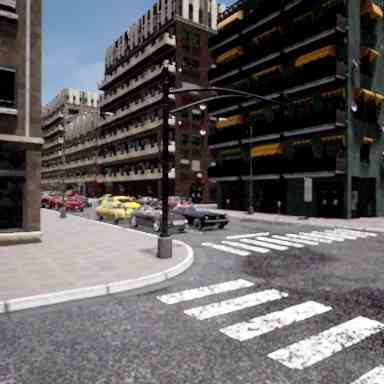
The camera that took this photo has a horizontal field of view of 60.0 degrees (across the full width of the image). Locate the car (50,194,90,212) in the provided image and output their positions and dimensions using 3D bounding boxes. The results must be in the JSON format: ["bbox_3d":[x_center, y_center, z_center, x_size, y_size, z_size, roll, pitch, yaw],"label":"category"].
[{"bbox_3d":[-11.751,1.147,31.872,1.887,1.381,4.507,1,0,-36],"label":"car"}]

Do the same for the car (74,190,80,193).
[{"bbox_3d":[-21.327,0.585,59.286,2.192,1.841,5.009,1,0,-36],"label":"car"}]

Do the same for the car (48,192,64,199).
[{"bbox_3d":[-27.883,0.669,68.289,2.008,1.369,4.403,1,0,-36],"label":"car"}]

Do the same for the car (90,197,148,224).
[{"bbox_3d":[-5.099,1.285,22.731,1.752,1.417,4.829,1,0,-36],"label":"car"}]

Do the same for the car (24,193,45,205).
[{"bbox_3d":[-21.477,0.899,45.240,1.752,1.417,4.829,1,0,-36],"label":"car"}]

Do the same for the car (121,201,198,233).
[{"bbox_3d":[-1.924,1.386,18.366,2.008,1.369,4.403,1,0,-36],"label":"car"}]

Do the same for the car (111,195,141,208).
[{"bbox_3d":[-8.230,1.126,41.278,2.008,1.369,4.403,1,0,-36],"label":"car"}]

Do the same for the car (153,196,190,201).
[{"bbox_3d":[-1.677,1.170,32.274,1.967,1.590,4.097,1,0,-36],"label":"car"}]

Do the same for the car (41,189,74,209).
[{"bbox_3d":[-15.021,0.840,36.374,2.192,1.841,5.009,1,0,-36],"label":"car"}]

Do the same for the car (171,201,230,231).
[{"bbox_3d":[0.102,1.450,19.982,1.895,1.301,4.718,0,1,-37],"label":"car"}]

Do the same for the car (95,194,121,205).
[{"bbox_3d":[-11.605,1.022,45.917,1.752,1.417,4.829,1,0,-36],"label":"car"}]

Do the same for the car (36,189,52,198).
[{"bbox_3d":[-34.428,0.283,77.292,2.192,1.841,5.009,1,0,-36],"label":"car"}]

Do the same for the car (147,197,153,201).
[{"bbox_3d":[-4.955,1.203,36.776,2.008,1.369,4.403,1,0,-36],"label":"car"}]

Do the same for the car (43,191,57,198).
[{"bbox_3d":[-31.158,0.588,72.791,1.887,1.381,4.507,1,0,-36],"label":"car"}]

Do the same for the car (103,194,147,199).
[{"bbox_3d":[-6.082,1.180,28.469,1.882,1.535,5.008,0,1,-36],"label":"car"}]
